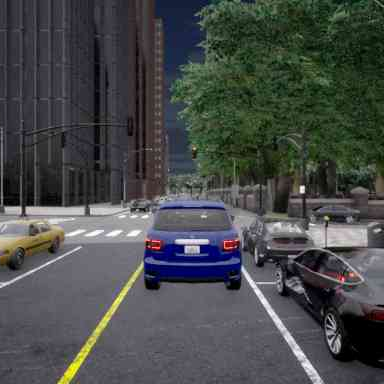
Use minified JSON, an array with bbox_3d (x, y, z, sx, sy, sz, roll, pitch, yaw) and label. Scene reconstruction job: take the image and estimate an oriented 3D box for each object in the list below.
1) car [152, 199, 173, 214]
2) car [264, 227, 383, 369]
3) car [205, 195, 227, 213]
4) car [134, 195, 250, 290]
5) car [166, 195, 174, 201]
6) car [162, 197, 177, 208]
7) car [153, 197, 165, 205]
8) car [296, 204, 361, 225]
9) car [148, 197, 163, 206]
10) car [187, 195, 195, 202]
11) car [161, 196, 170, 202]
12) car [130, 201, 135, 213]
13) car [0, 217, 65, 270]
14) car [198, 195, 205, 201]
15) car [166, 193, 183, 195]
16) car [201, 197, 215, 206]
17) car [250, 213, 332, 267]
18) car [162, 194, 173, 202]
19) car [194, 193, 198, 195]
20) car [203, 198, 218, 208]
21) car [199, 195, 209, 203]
[{"bbox_3d":[-3.234,1.538,36.779,1.812,1.442,4.674,0,0,1],"label":"car"},{"bbox_3d":[2.749,1.566,5.725,1.947,1.339,4.313,0,0,0],"label":"car"},{"bbox_3d":[2.664,1.328,37.903,2.192,1.841,5.009,0,0,0],"label":"car"},{"bbox_3d":[0.050,1.222,9.218,2.150,2.045,5.566,0,0,1],"label":"car"},{"bbox_3d":[-6.004,1.626,92.442,1.887,1.381,4.507,0,0,0],"label":"car"},{"bbox_3d":[-3.221,1.550,48.376,1.812,1.442,4.674,0,0,0],"label":"car"},{"bbox_3d":[-5.918,1.620,59.699,1.802,1.307,4.206,0,0,0],"label":"car"},{"bbox_3d":[10.670,1.752,26.245,4.892,1.490,1.837,1,0,3],"label":"car"},{"bbox_3d":[-5.904,1.582,54.242,2.008,1.369,4.403,0,0,0],"label":"car"},{"bbox_3d":[-0.206,1.561,78.847,1.837,1.490,4.892,0,0,0],"label":"car"},{"bbox_3d":[-5.961,1.640,76.071,1.802,1.307,4.206,0,0,0],"label":"car"},{"bbox_3d":[-5.861,1.579,37.872,1.947,1.339,4.313,0,0,0],"label":"car"},{"bbox_3d":[-5.790,1.526,11.037,1.752,1.417,4.829,0,0,0],"label":"car"},{"bbox_3d":[2.535,1.598,87.181,1.752,1.417,4.829,0,0,0],"label":"car"},{"bbox_3d":[-3.220,1.394,62.404,2.097,1.767,4.553,0,0,0],"label":"car"},{"bbox_3d":[2.621,1.582,54.272,2.008,1.369,4.403,0,0,0],"label":"car"},{"bbox_3d":[2.734,1.551,11.238,2.008,1.369,4.403,0,0,0],"label":"car"},{"bbox_3d":[-5.975,1.380,81.528,2.192,1.841,5.009,0,0,0],"label":"car"},{"bbox_3d":[-0.072,1.538,66.379,2.128,1.511,4.902,0,0,0],"label":"car"},{"bbox_3d":[2.635,1.591,48.816,1.947,1.339,4.313,0,0,0],"label":"car"},{"bbox_3d":[2.578,1.491,70.642,1.967,1.590,4.097,0,0,0],"label":"car"}]
